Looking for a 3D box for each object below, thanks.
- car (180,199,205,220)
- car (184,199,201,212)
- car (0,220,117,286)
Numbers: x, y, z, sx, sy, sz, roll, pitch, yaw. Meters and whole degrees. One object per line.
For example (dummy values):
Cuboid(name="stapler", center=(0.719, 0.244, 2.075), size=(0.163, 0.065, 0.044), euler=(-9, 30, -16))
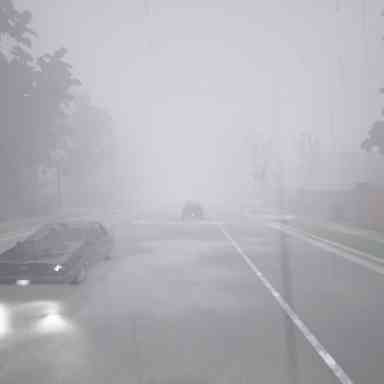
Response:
Cuboid(name="car", center=(0.080, 1.504, 28.376), size=(1.837, 1.490, 4.892), euler=(0, 0, 0))
Cuboid(name="car", center=(0.068, 1.534, 40.165), size=(1.994, 1.385, 4.181), euler=(0, 0, 0))
Cuboid(name="car", center=(-3.594, 1.549, 9.751), size=(2.033, 1.411, 5.357), euler=(0, 0, 0))
